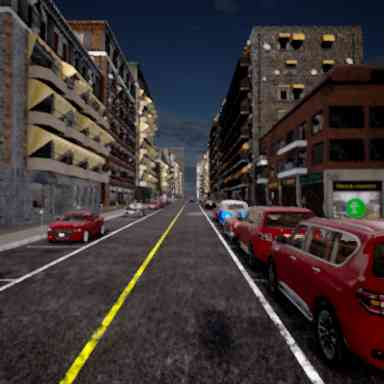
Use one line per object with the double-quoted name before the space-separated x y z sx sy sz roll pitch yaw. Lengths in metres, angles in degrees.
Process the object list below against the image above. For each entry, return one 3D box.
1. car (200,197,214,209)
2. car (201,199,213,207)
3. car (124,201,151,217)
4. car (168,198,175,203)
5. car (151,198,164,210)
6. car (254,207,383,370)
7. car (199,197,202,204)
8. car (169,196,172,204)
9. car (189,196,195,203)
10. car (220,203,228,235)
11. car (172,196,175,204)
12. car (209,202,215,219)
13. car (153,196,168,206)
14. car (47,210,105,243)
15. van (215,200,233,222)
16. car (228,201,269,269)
"car" 2.699 1.901 49.891 1.947 1.339 4.313 1 0 0
"car" 2.698 1.969 60.940 1.887 1.381 4.507 1 0 0
"car" -5.680 1.763 33.320 2.008 1.369 4.403 1 0 0
"car" -5.686 2.318 94.077 1.802 1.307 4.206 1 -1 0
"car" -5.682 1.918 49.889 1.802 1.307 4.206 1 0 0
"car" 2.707 1.348 5.707 2.192 1.841 5.009 1 0 0
"car" 2.702 1.694 55.418 2.192 1.841 5.009 1 0 0
"car" -5.679 1.787 66.464 2.192 1.841 5.009 1 0 0
"car" -0.006 2.283 95.144 2.033 1.411 5.357 0 -1 0
"car" 2.703 1.538 16.755 1.967 1.590 4.097 1 0 0
"car" -5.684 2.138 77.506 1.947 1.339 4.313 1 -1 0
"car" 2.701 1.754 27.798 1.802 1.307 4.206 1 0 0
"car" -5.678 1.694 55.415 2.192 1.841 5.009 1 0 0
"car" -5.678 1.644 16.751 1.887 1.381 4.507 1 0 0
"van" 2.705 1.476 22.276 1.690 1.788 3.998 1 0 0
"car" 2.706 1.380 11.231 2.192 1.841 5.009 1 0 0
